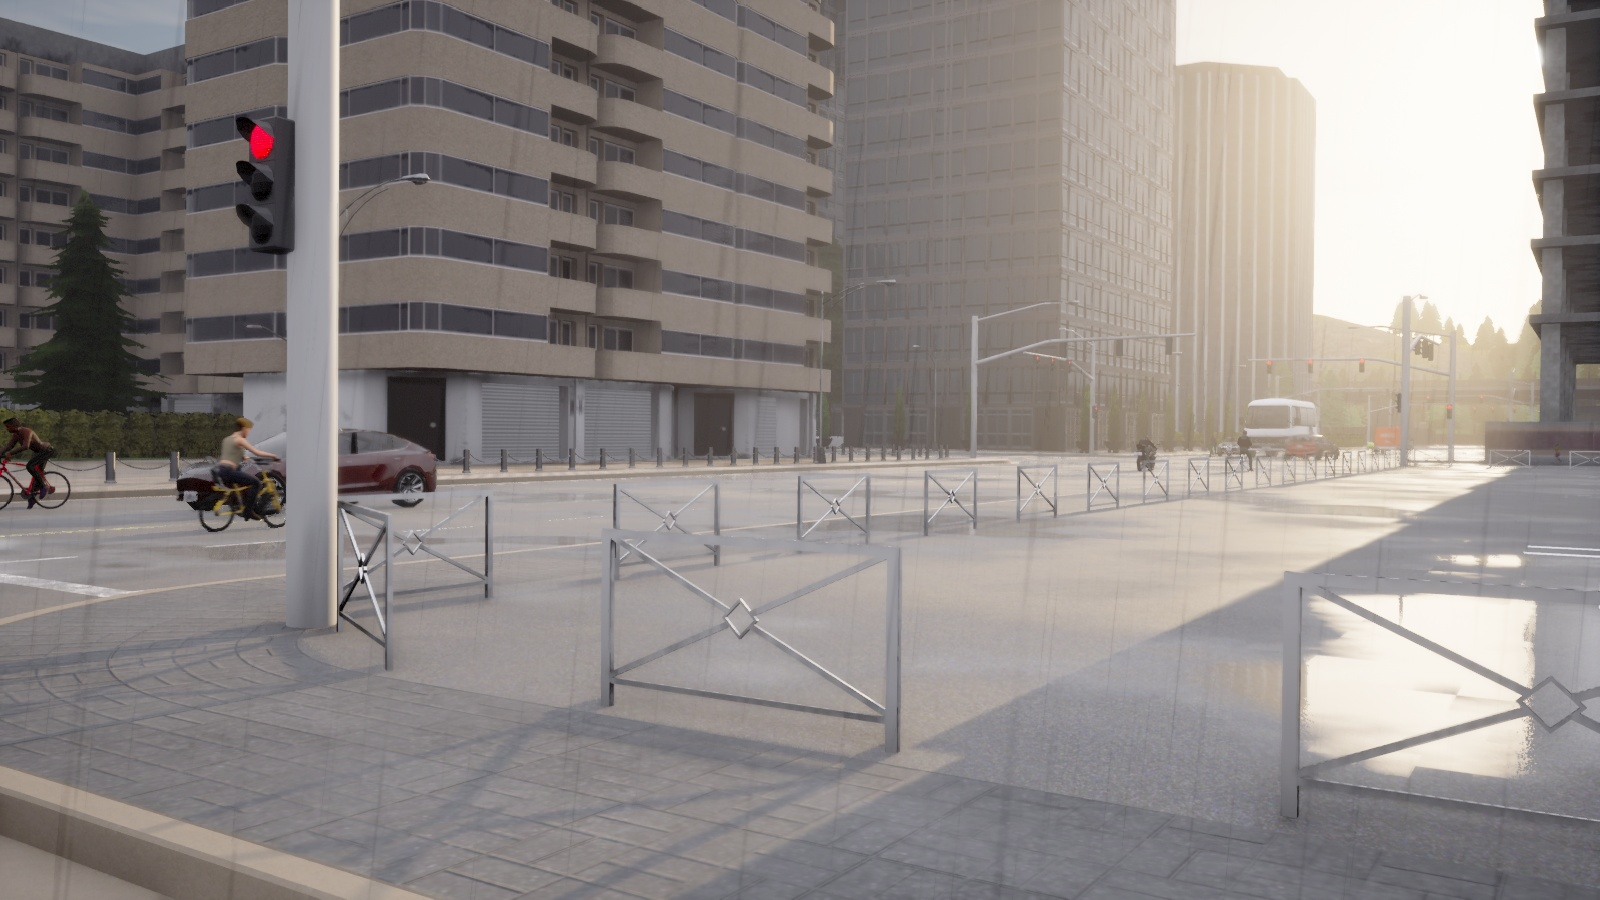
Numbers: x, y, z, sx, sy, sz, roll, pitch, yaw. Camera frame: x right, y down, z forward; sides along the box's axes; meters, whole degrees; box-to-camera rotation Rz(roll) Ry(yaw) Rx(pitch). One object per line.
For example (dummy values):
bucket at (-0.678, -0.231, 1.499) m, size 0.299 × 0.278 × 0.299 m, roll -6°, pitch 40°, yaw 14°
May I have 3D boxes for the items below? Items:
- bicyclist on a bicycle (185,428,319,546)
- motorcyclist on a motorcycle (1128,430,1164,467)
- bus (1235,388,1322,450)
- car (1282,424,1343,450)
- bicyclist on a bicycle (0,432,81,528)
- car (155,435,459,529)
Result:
bicyclist on a bicycle at (-7.845, 0.493, 18.024) m, size 0.866 × 1.612 × 1.509 m, roll 0°, pitch 1°, yaw 33°
motorcyclist on a motorcycle at (14.695, -0.095, 53.325) m, size 0.866 × 1.530 × 2.191 m, roll 0°, pitch 1°, yaw 33°
bus at (35.063, -2.215, 91.767) m, size 3.944 × 4.253 × 10.273 m, roll 0°, pitch 1°, yaw 33°
car at (33.774, -0.859, 82.654) m, size 2.242 × 1.667 × 4.611 m, roll 0°, pitch 1°, yaw 42°
bicyclist on a bicycle at (-13.599, 0.507, 21.982) m, size 0.582 × 1.620 × 1.656 m, roll 0°, pitch 1°, yaw 33°
car at (-8.837, 0.498, 22.939) m, size 2.163 × 1.488 × 4.792 m, roll 0°, pitch 1°, yaw 33°
